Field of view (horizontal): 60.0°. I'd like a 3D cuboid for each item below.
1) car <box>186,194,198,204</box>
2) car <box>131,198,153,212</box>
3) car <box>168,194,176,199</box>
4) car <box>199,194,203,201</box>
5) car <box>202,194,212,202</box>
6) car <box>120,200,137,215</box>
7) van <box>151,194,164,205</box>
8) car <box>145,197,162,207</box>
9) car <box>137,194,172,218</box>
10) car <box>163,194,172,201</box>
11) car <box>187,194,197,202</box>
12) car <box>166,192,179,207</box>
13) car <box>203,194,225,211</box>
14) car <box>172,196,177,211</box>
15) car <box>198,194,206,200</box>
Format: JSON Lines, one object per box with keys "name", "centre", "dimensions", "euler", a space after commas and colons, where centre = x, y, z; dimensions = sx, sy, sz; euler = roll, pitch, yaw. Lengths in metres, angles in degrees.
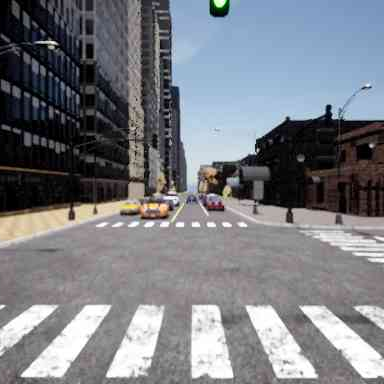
{"name": "car", "centre": [-0.004, 1.173, 60.705], "dimensions": [2.097, 1.767, 4.553], "euler": [0, 0, 0]}
{"name": "car", "centre": [-5.671, 1.453, 38.231], "dimensions": [1.947, 1.339, 4.313], "euler": [-1, 0, 0]}
{"name": "car", "centre": [-5.674, 1.292, 94.671], "dimensions": [1.947, 1.339, 4.313], "euler": [-1, 0, 0]}
{"name": "car", "centre": [2.671, 1.169, 49.464], "dimensions": [2.192, 1.841, 5.009], "euler": [-1, 0, 0]}
{"name": "car", "centre": [3.141, 1.295, 71.085], "dimensions": [1.837, 1.490, 4.892], "euler": [0, 0, 0]}
{"name": "car", "centre": [-5.842, 1.429, 32.417], "dimensions": [1.752, 1.417, 4.829], "euler": [-1, 0, 0]}
{"name": "van", "centre": [-5.675, 1.179, 55.163], "dimensions": [1.690, 1.788, 3.998], "euler": [-1, 0, 0]}
{"name": "car", "centre": [-5.671, 1.420, 49.520], "dimensions": [1.947, 1.339, 4.313], "euler": [-1, 0, 0]}
{"name": "car", "centre": [-3.100, 1.267, 28.621], "dimensions": [2.097, 1.767, 4.553], "euler": [0, 0, 0]}
{"name": "car", "centre": [-5.674, 1.299, 77.569], "dimensions": [1.752, 1.417, 4.829], "euler": [-1, 0, 0]}
{"name": "car", "centre": [-0.004, 1.242, 69.519], "dimensions": [2.128, 1.511, 4.902], "euler": [0, 0, 0]}
{"name": "car", "centre": [-3.083, 1.075, 49.695], "dimensions": [2.150, 2.045, 5.566], "euler": [0, 0, 1]}
{"name": "car", "centre": [2.674, 1.327, 38.176], "dimensions": [1.967, 1.590, 4.097], "euler": [-1, 0, 0]}
{"name": "car", "centre": [-3.092, 1.450, 38.466], "dimensions": [1.994, 1.385, 4.181], "euler": [0, 0, 0]}
{"name": "car", "centre": [2.674, 1.307, 88.973], "dimensions": [1.947, 1.339, 4.313], "euler": [-1, 0, 0]}
